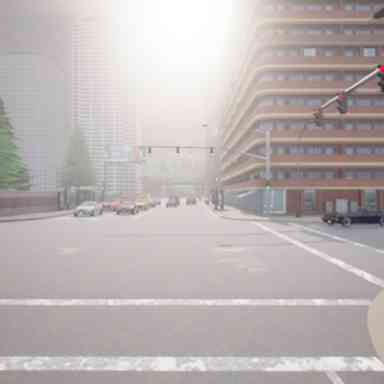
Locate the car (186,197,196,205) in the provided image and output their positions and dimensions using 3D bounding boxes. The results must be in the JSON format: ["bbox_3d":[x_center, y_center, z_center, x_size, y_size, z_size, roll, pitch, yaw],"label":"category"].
[{"bbox_3d":[-0.146,1.779,69.282,2.097,1.767,4.553,0,0,0],"label":"car"}]

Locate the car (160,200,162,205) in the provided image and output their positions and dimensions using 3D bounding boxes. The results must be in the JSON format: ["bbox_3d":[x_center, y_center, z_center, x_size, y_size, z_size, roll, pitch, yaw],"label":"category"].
[{"bbox_3d":[-7.165,1.936,66.407,1.812,1.442,4.674,0,0,0],"label":"car"}]

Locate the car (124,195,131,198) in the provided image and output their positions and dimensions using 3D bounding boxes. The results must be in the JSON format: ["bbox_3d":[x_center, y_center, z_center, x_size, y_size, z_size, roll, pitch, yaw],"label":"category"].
[{"bbox_3d":[-10.705,1.550,53.202,2.150,2.045,5.566,0,0,0],"label":"car"}]

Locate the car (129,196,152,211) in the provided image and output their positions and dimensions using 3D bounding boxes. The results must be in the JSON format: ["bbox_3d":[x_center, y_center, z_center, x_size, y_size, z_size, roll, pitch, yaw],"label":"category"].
[{"bbox_3d":[-7.196,1.766,46.704,1.882,1.535,5.008,0,0,0],"label":"car"}]

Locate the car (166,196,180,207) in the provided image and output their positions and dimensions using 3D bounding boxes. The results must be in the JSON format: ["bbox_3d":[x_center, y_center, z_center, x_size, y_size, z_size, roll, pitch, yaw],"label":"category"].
[{"bbox_3d":[-3.521,1.904,57.789,2.033,1.411,5.357,0,0,0],"label":"car"}]

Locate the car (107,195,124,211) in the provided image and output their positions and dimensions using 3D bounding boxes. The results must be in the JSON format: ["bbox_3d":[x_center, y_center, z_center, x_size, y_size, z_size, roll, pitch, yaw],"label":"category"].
[{"bbox_3d":[-10.690,1.621,43.473,2.097,1.767,4.553,0,0,0],"label":"car"}]

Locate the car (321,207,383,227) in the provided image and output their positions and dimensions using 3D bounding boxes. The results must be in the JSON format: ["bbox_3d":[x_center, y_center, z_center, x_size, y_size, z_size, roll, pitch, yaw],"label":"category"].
[{"bbox_3d":[11.374,1.686,22.805,4.718,1.301,1.895,0,0,-13],"label":"car"}]

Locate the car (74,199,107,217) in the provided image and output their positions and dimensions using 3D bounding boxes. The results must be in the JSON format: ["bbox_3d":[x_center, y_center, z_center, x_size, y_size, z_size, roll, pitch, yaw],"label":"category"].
[{"bbox_3d":[-10.672,1.740,34.526,1.812,1.442,4.674,0,0,2],"label":"car"}]

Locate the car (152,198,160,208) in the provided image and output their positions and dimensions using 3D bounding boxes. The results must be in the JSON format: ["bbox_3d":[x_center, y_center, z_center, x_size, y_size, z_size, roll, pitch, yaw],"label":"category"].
[{"bbox_3d":[-7.203,1.839,56.183,2.128,1.511,4.902,0,0,0],"label":"car"}]

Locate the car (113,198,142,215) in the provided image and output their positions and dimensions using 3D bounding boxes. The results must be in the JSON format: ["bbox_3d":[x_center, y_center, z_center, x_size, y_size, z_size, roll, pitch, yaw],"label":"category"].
[{"bbox_3d":[-7.163,1.757,37.364,1.812,1.442,4.674,0,0,0],"label":"car"}]

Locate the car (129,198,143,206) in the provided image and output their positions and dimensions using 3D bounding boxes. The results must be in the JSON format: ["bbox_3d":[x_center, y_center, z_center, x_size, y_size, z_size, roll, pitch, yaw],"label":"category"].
[{"bbox_3d":[-10.678,1.898,63.618,1.837,1.490,4.892,0,0,0],"label":"car"}]
